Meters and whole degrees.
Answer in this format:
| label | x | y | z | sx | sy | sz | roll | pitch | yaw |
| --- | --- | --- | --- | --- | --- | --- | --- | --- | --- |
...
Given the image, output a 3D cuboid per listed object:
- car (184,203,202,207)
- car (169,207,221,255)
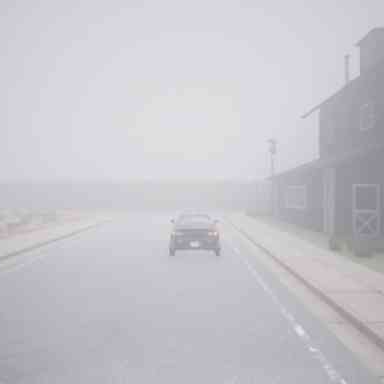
| label | x | y | z | sx | sy | sz | roll | pitch | yaw |
| --- | --- | --- | --- | --- | --- | --- | --- | --- | --- |
| car | 0.101 | 1.577 | 27.403 | 2.033 | 1.411 | 5.357 | 0 | 0 | 0 |
| car | 0.099 | 1.540 | 13.223 | 1.812 | 1.442 | 4.674 | 0 | 0 | 0 |
